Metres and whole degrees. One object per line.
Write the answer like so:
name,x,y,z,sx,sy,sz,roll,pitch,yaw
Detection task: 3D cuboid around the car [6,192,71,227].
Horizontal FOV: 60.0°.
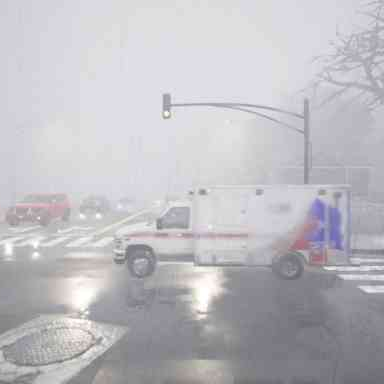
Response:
car,-9.854,1.060,21.932,2.150,2.045,5.566,0,1,0

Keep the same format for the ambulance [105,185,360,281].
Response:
ambulance,1.087,1.034,9.451,6.366,2.431,2.351,0,0,1

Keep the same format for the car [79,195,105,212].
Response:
car,-9.842,1.078,33.803,2.097,1.767,4.553,0,1,0

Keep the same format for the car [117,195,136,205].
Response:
car,-9.817,1.172,50.451,1.895,1.301,4.718,0,1,0

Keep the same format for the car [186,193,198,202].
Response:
car,-0.011,0.955,62.642,2.128,1.511,4.902,0,0,0

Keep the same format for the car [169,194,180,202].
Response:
car,-3.261,1.028,62.642,1.994,1.385,4.181,0,0,0

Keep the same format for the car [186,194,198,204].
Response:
car,-0.009,1.076,52.639,1.812,1.442,4.674,0,1,0

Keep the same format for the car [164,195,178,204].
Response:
car,-3.259,1.151,52.669,1.895,1.301,4.718,0,1,0
